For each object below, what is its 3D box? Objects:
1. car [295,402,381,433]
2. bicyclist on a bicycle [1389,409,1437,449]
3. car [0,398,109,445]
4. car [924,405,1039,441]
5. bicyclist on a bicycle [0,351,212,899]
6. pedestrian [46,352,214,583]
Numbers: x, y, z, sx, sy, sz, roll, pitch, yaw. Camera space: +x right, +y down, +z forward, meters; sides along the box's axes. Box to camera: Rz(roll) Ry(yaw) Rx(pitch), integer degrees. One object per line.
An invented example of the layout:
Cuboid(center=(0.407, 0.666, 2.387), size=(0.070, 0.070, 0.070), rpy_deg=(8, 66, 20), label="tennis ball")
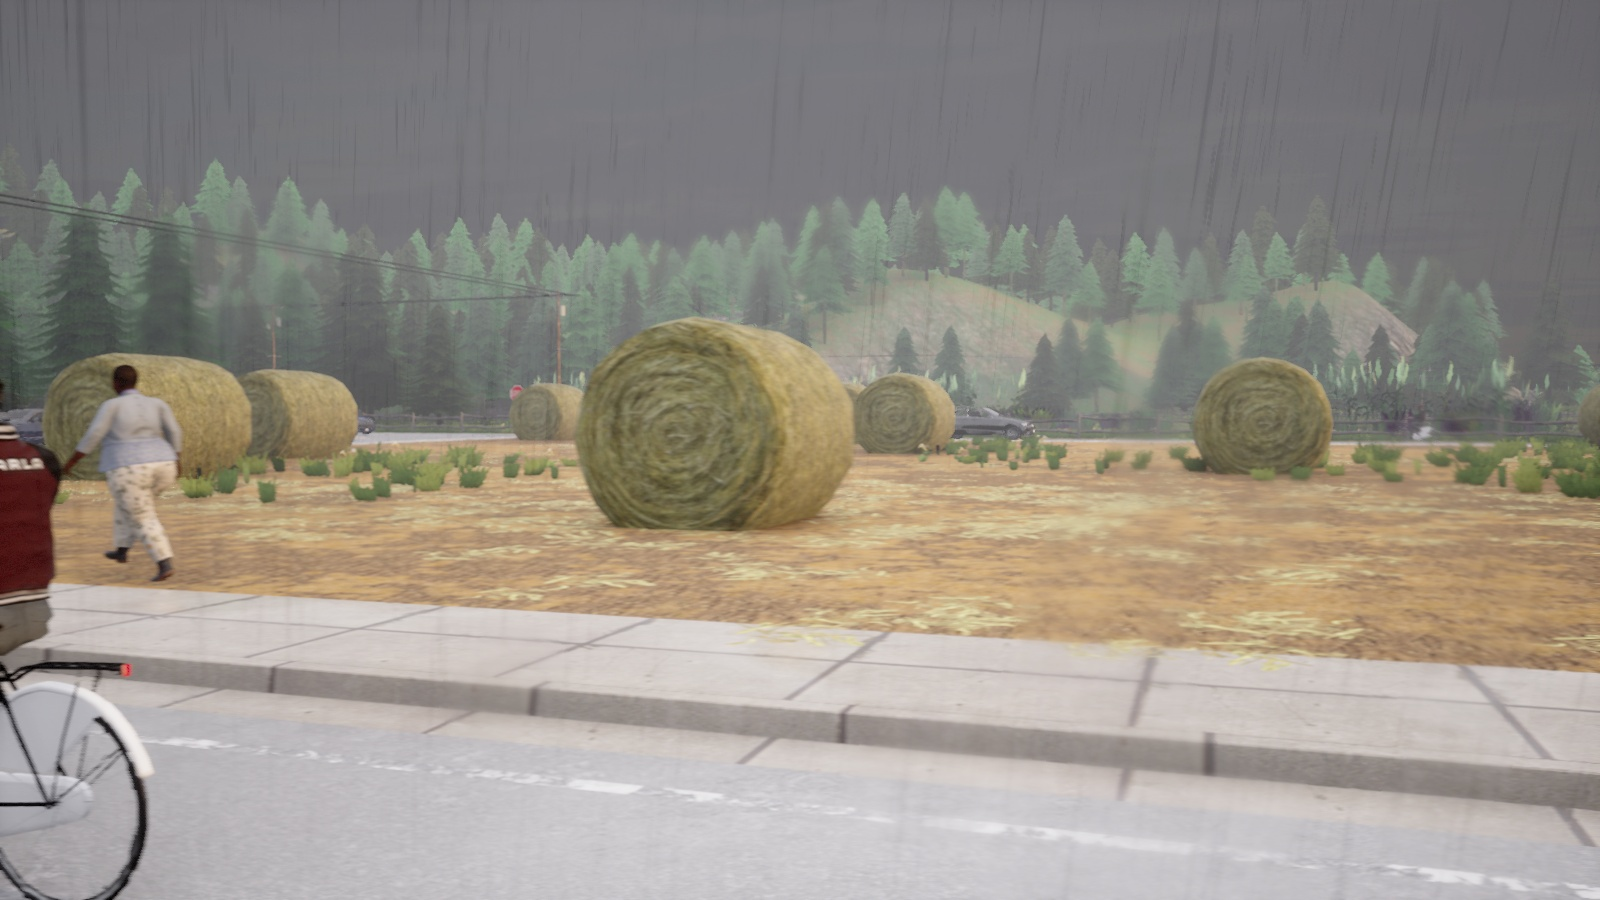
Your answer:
Cuboid(center=(-27.423, -1.967, 74.534), size=(4.553, 1.767, 2.097), rpy_deg=(1, 2, 24), label="car")
Cuboid(center=(27.259, -0.942, 55.852), size=(1.843, 1.776, 0.659), rpy_deg=(1, 2, 22), label="bicyclist on a bicycle")
Cuboid(center=(-28.254, -1.065, 45.926), size=(2.152, 1.651, 5.027), rpy_deg=(1, 2, 20), label="car")
Cuboid(center=(8.645, -1.295, 59.721), size=(5.027, 1.651, 2.152), rpy_deg=(1, 2, 22), label="car")
Cuboid(center=(-2.936, 0.571, 4.156), size=(1.843, 1.776, 0.659), rpy_deg=(2, 2, 18), label="bicyclist on a bicycle")
Cuboid(center=(-5.674, 0.123, 10.660), size=(0.900, 1.855, 0.874), rpy_deg=(1, 2, 26), label="pedestrian")
